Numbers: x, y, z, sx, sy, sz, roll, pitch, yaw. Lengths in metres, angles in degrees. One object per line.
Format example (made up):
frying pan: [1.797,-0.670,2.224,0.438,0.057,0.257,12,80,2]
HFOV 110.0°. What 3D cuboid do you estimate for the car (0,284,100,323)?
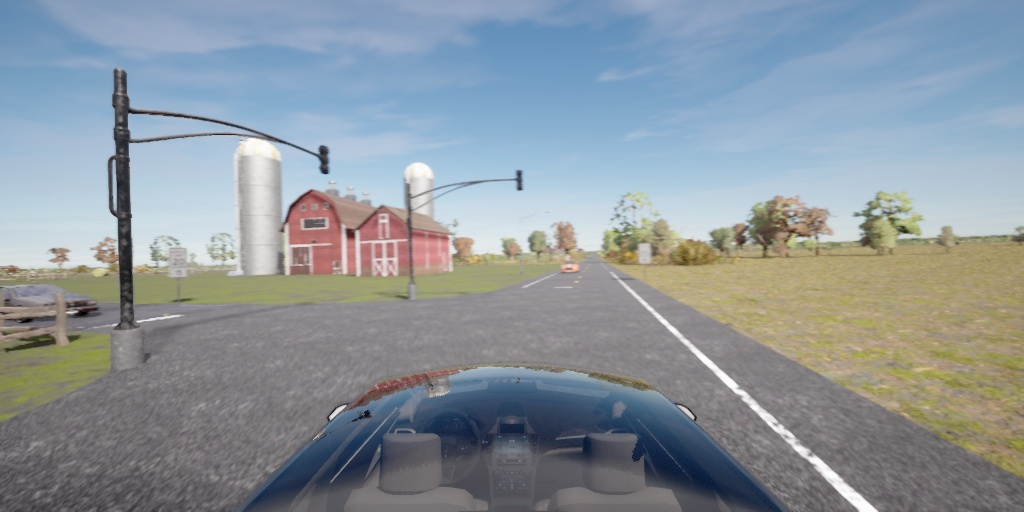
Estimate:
car: [-20.017,1.891,14.771,5.357,1.411,2.033,-1,0,13]

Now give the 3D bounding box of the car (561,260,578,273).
car: [7.798,1.378,48.276,2.097,1.767,4.553,-2,-1,13]
